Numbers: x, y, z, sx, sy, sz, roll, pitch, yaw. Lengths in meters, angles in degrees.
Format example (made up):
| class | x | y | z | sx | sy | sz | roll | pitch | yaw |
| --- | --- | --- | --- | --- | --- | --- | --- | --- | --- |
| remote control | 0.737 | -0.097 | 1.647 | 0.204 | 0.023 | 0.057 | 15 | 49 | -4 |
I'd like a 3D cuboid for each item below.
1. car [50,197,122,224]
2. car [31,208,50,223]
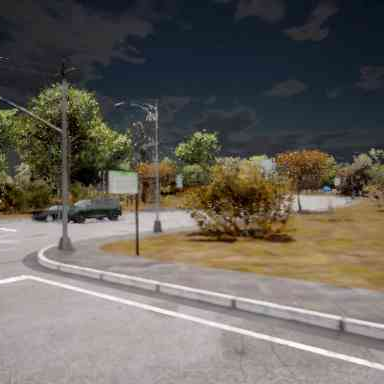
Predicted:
| class | x | y | z | sx | sy | sz | roll | pitch | yaw |
| --- | --- | --- | --- | --- | --- | --- | --- | --- | --- |
| car | -8.484 | 1.505 | 27.939 | 2.150 | 2.045 | 5.566 | -1 | 0 | 39 |
| car | -11.638 | 1.808 | 29.595 | 1.882 | 1.535 | 5.008 | -1 | 0 | 39 |
